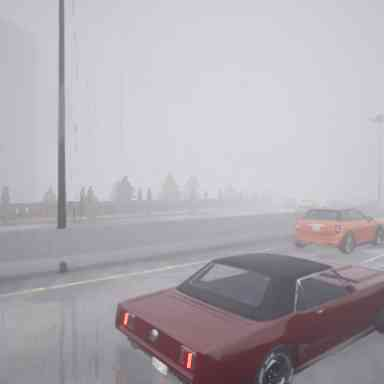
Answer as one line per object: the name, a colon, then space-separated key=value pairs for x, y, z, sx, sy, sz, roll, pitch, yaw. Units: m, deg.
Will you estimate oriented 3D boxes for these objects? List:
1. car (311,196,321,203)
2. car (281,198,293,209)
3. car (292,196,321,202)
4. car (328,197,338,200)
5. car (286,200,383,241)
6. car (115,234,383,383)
car: x=28.852 y=1.654 z=77.307 sx=2.033 sy=1.411 sz=5.357 roll=0 pitch=0 yaw=18
car: x=14.096 y=1.620 z=47.595 sx=1.837 sy=1.490 sz=4.892 roll=0 pitch=-1 yaw=27
car: x=14.053 y=1.570 z=40.412 sx=1.882 sy=1.535 sz=5.008 roll=0 pitch=0 yaw=31
car: x=16.276 y=1.603 z=37.356 sx=1.812 sy=1.442 sz=4.674 roll=0 pitch=0 yaw=32
car: x=6.182 y=1.381 z=13.826 sx=4.553 sy=1.767 sz=2.097 roll=0 pitch=0 yaw=-42
car: x=1.401 y=1.614 z=5.013 sx=4.718 sy=1.301 sz=1.895 roll=0 pitch=0 yaw=-38
